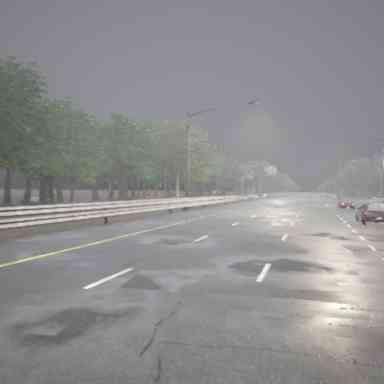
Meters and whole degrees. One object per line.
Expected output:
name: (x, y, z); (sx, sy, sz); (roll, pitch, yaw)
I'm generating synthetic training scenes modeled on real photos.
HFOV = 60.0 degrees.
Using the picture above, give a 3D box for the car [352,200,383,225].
car: (12.813, 1.538, 23.504); (1.812, 1.442, 4.674); (1, 0, 20)

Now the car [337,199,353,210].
car: (19.607, 1.560, 42.208); (1.895, 1.301, 4.718); (1, 0, 20)
